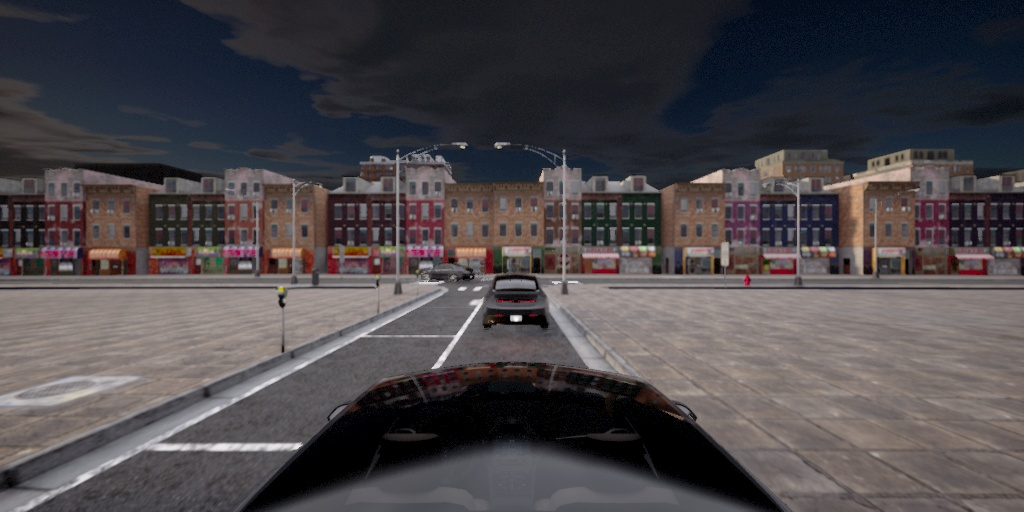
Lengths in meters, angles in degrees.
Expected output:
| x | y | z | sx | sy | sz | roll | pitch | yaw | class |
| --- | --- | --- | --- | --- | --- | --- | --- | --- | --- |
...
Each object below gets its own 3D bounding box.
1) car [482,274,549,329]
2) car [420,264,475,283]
| x | y | z | sx | sy | sz | roll | pitch | yaw | class |
| --- | --- | --- | --- | --- | --- | --- | --- | --- | --- |
| 0.103 | 1.320 | 11.473 | 1.837 | 1.490 | 4.892 | 0 | 0 | 0 | car |
| -5.430 | 1.423 | 29.839 | 4.892 | 1.490 | 1.837 | 0 | -3 | 28 | car |
